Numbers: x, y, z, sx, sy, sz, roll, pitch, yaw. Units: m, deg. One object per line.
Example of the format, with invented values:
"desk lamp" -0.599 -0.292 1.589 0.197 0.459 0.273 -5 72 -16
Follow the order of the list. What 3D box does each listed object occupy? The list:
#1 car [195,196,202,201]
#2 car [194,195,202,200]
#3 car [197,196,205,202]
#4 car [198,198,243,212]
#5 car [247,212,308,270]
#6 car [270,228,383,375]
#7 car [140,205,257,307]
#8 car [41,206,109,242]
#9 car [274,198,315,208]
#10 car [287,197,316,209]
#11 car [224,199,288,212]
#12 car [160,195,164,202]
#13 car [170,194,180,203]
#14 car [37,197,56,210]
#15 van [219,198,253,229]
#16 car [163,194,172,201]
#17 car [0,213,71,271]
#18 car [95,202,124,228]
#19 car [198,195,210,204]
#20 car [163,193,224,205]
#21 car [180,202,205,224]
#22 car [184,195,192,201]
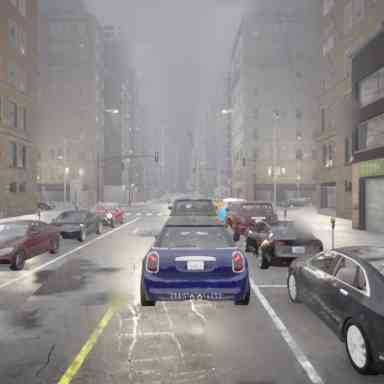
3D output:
"car" 1.771 1.675 88.450 1.802 1.307 4.206 0 0 -1
"car" 1.626 1.657 94.103 1.887 1.381 4.507 0 0 -1
"car" 2.059 1.652 77.148 1.802 1.307 4.206 0 0 -1
"car" 3.258 1.482 38.747 5.008 1.535 1.882 0 0 -1
"car" 2.825 1.570 10.905 1.947 1.339 4.313 0 0 0
"car" 2.844 1.553 5.382 2.008 1.369 4.403 0 0 0
"car" 0.025 1.355 8.165 2.097 1.767 4.553 0 0 -1
"car" -5.720 1.573 16.393 1.947 1.339 4.313 0 0 0
"car" 15.017 1.560 48.804 5.357 1.411 2.033 0 0 -1
"car" 14.885 1.499 45.552 4.902 1.511 2.128 0 0 -1
"car" 2.806 1.322 16.430 2.192 1.841 5.009 0 0 0
"car" -6.463 1.510 76.940 1.967 1.590 4.097 0 0 -1
"car" -3.655 1.417 71.413 2.097 1.767 4.553 0 0 -1
"car" -18.224 1.382 38.552 4.553 1.767 2.097 0 0 0
"van" 2.786 1.350 21.953 1.690 1.788 3.998 0 0 0
"car" -6.897 1.428 93.900 2.192 1.841 5.009 0 0 -1
"car" -5.701 1.586 10.868 1.802 1.307 4.206 0 0 0
"car" -5.740 1.449 21.918 1.967 1.590 4.097 0 0 0
"car" 2.347 1.494 65.842 1.967 1.590 4.097 0 0 -1
"car" 0.048 1.228 15.541 2.150 2.045 5.566 0 0 0
"car" 0.009 1.537 26.107 1.812 1.442 4.674 0 0 -1
"car" -1.153 1.652 91.074 1.994 1.385 4.181 0 0 -1
